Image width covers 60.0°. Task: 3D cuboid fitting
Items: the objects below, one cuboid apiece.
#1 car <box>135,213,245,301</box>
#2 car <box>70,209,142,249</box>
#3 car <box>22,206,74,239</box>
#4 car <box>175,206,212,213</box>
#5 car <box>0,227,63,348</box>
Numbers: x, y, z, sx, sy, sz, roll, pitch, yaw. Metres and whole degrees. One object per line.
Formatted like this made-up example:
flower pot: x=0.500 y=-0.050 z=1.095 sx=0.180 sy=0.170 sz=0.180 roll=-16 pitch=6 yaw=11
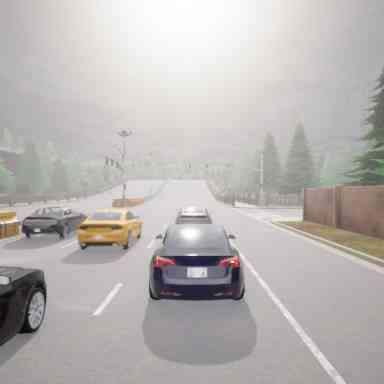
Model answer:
car: x=0.095 y=1.504 z=8.389 sx=2.163 sy=1.488 sz=4.792 roll=0 pitch=0 yaw=0
car: x=-3.409 y=1.478 z=14.584 sx=1.882 sy=1.535 sz=5.008 roll=0 pitch=0 yaw=0
car: x=-6.912 y=1.492 z=17.272 sx=2.128 sy=1.511 sz=4.902 roll=0 pitch=0 yaw=0
car: x=0.086 y=1.492 z=18.164 sx=2.128 sy=1.511 sz=4.902 roll=0 pitch=0 yaw=0
car: x=-3.401 y=1.478 z=3.707 sx=1.882 sy=1.535 sz=5.008 roll=0 pitch=0 yaw=0
